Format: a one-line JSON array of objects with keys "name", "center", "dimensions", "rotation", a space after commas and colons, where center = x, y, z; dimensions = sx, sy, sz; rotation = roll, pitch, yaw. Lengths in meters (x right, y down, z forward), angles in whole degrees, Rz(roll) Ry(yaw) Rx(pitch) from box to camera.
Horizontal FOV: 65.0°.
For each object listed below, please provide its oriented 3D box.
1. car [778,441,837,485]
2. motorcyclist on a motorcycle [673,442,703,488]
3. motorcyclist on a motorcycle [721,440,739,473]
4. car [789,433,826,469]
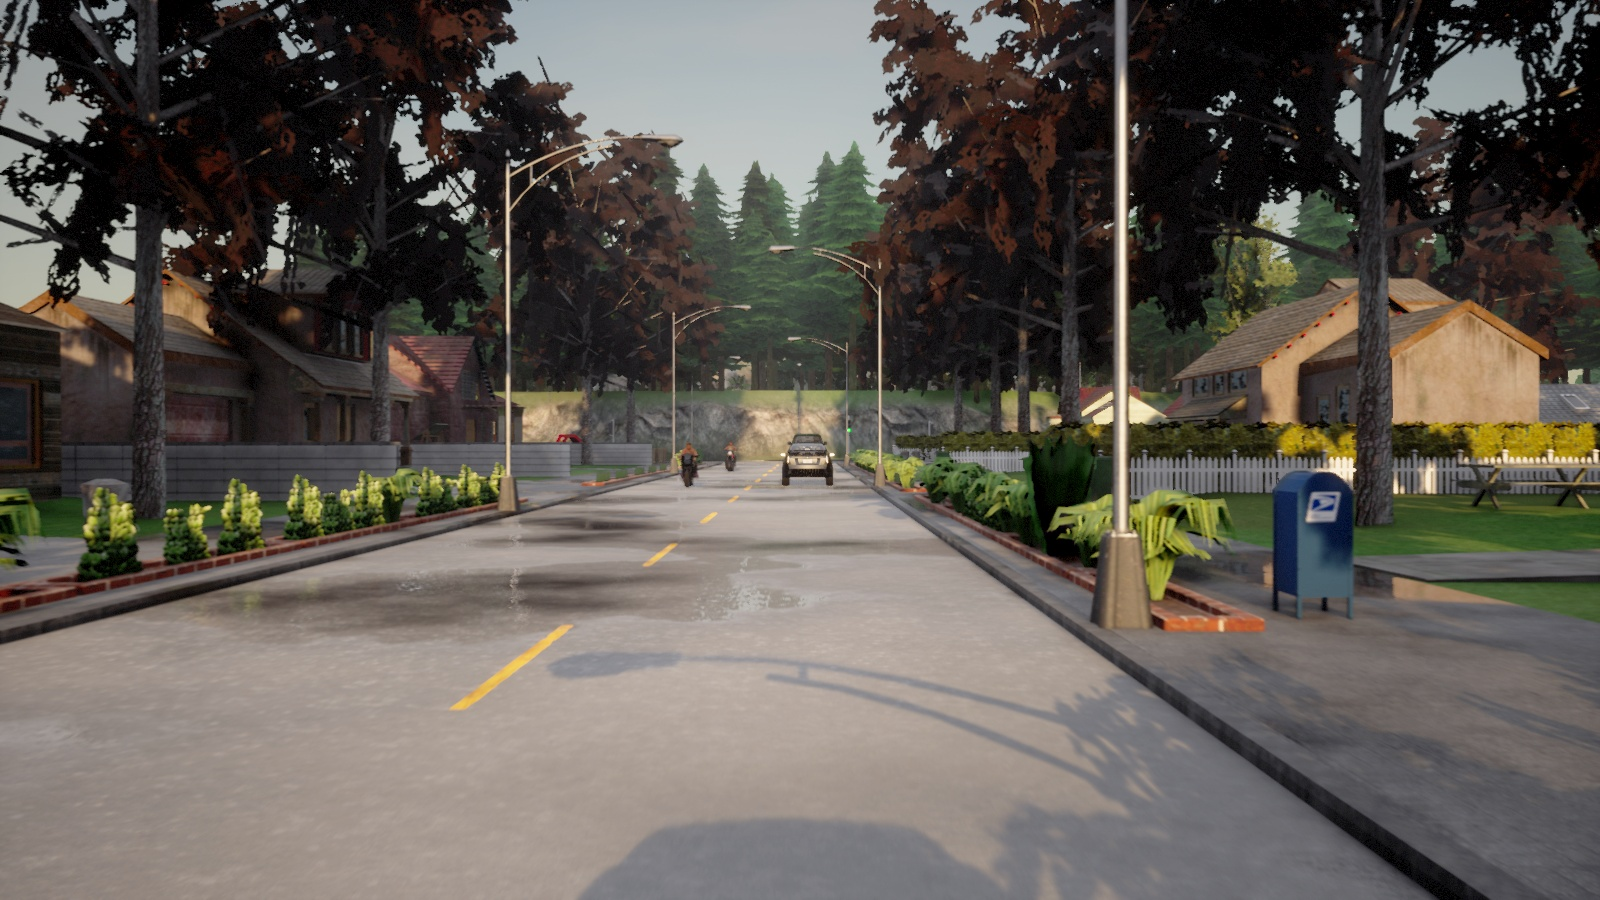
[{"name": "car", "center": [0.275, 0.437, 45.538], "dimensions": [2.007, 1.525, 4.514], "rotation": [0, 0, 0]}, {"name": "motorcyclist on a motorcycle", "center": [-3.745, 0.488, 42.163], "dimensions": [0.797, 1.523, 2.044], "rotation": [0, 0, 0]}, {"name": "motorcyclist on a motorcycle", "center": [-3.613, 0.327, 65.168], "dimensions": [0.766, 1.649, 2.350], "rotation": [0, 0, 0]}, {"name": "car", "center": [0.444, 0.042, 75.250], "dimensions": [2.150, 2.045, 5.566], "rotation": [0, 0, 0]}]
